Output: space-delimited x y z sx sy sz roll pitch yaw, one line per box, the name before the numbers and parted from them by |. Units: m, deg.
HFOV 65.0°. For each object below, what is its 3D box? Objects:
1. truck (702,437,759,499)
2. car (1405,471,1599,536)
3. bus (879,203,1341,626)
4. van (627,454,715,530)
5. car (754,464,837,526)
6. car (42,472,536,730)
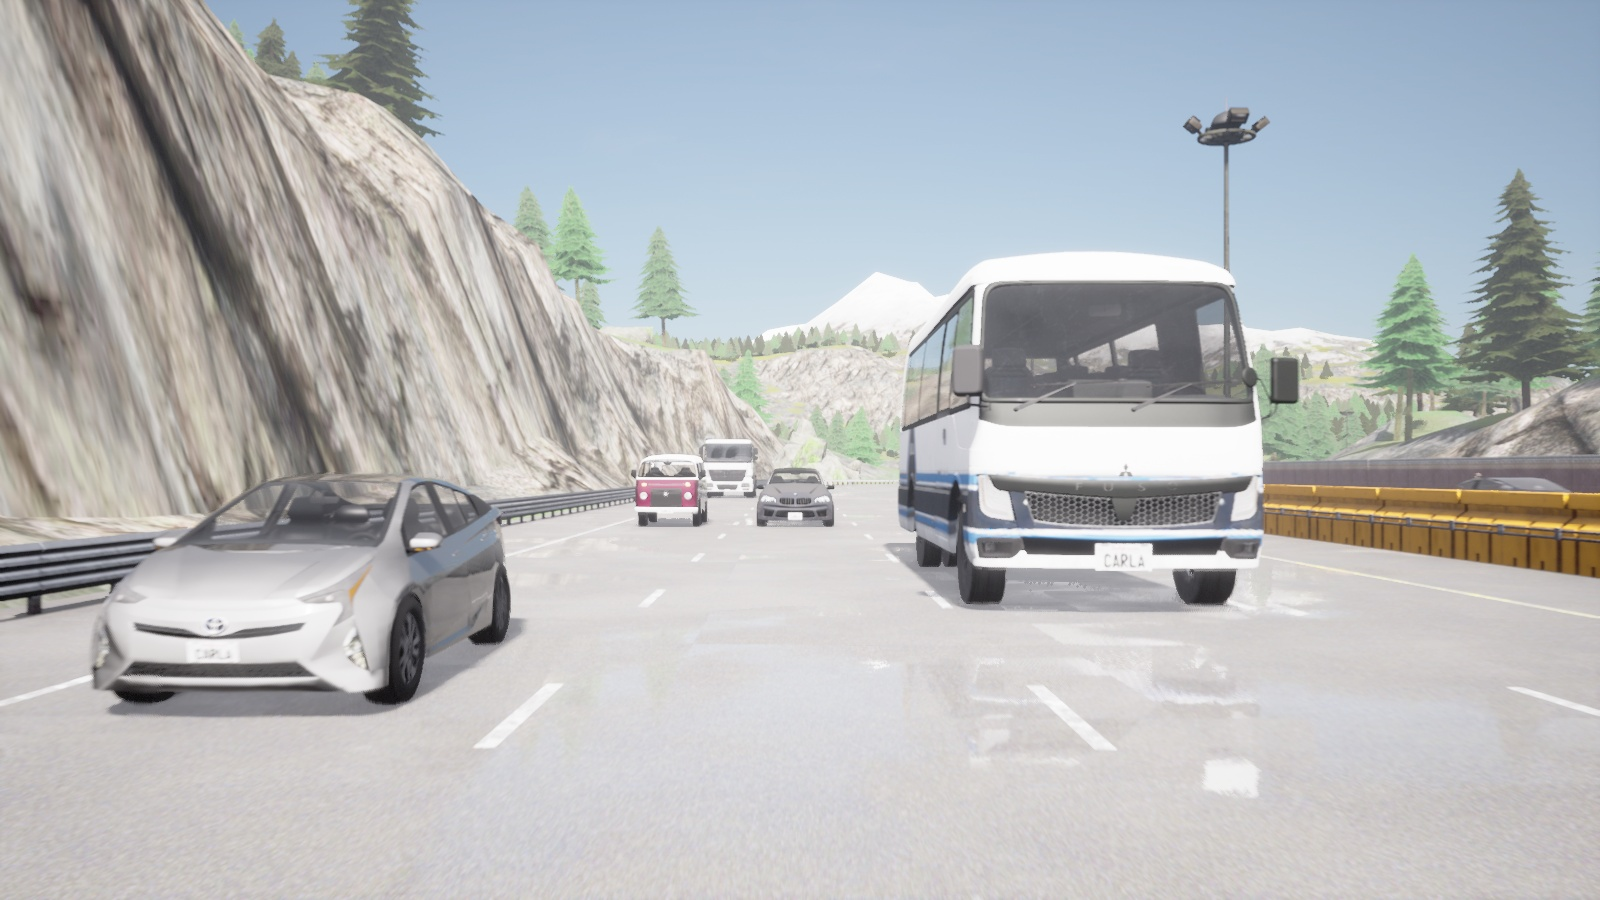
truck | -4.044 1.101 74.494 2.891 3.462 7.936 0 -1 0
car | 17.396 1.273 31.407 2.163 1.488 4.792 0 -1 0
bus | 3.440 -0.277 17.789 3.944 4.253 10.273 0 -1 0
van | -3.622 1.159 36.056 2.069 2.038 4.480 0 -1 0
car | -0.123 1.273 36.444 2.242 1.667 4.611 0 -1 0
car | -3.526 0.940 9.758 2.007 1.525 4.514 0 -1 0
